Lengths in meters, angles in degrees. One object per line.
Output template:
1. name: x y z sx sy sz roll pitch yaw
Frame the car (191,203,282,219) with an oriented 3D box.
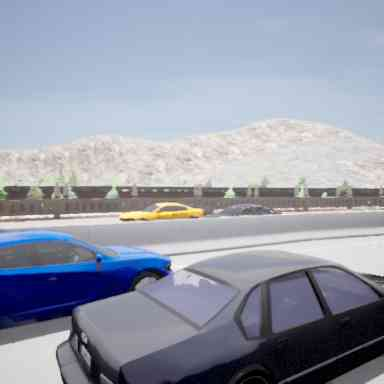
1. car: 2.647 1.430 17.560 4.892 1.490 1.837 0 0 -27

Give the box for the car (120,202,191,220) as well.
1. car: -1.667 1.385 19.177 5.008 1.535 1.882 0 0 -29

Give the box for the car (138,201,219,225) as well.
1. car: -0.914 1.437 23.628 5.357 1.411 2.033 0 0 -28

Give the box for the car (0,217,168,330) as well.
1. car: -2.656 1.443 5.994 5.008 1.535 1.882 0 0 -35

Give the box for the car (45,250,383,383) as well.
1. car: 1.148 1.529 4.394 5.357 1.411 2.033 0 0 -33
